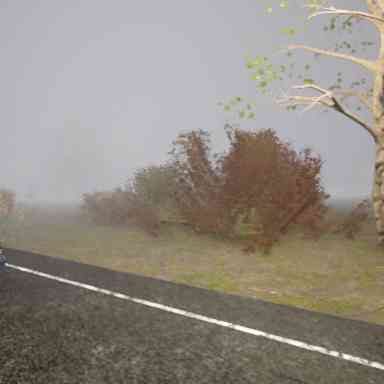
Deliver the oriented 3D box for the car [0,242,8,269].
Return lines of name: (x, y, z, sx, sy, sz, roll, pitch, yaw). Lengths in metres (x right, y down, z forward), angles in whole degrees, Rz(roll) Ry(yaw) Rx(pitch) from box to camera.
car: (-7.224, 1.542, 9.334, 5.357, 1.411, 2.033, 0, 0, 37)
